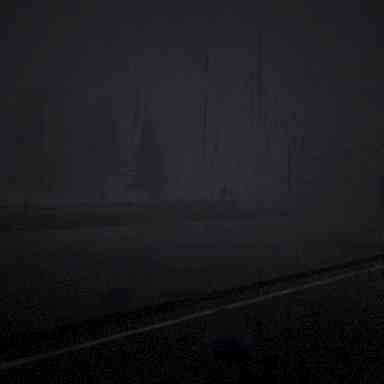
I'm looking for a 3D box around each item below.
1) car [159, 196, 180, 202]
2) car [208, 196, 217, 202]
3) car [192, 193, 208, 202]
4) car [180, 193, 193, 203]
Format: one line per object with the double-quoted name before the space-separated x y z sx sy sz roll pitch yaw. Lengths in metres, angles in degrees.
"car" -5.231 1.606 71.094 2.128 1.511 4.902 0 0 -35
"car" 3.391 1.644 77.087 2.033 1.411 5.357 0 0 -35
"car" 0.535 1.321 75.065 2.150 2.045 5.566 0 0 -35
"car" -2.357 1.612 73.092 1.812 1.442 4.674 0 0 -35
